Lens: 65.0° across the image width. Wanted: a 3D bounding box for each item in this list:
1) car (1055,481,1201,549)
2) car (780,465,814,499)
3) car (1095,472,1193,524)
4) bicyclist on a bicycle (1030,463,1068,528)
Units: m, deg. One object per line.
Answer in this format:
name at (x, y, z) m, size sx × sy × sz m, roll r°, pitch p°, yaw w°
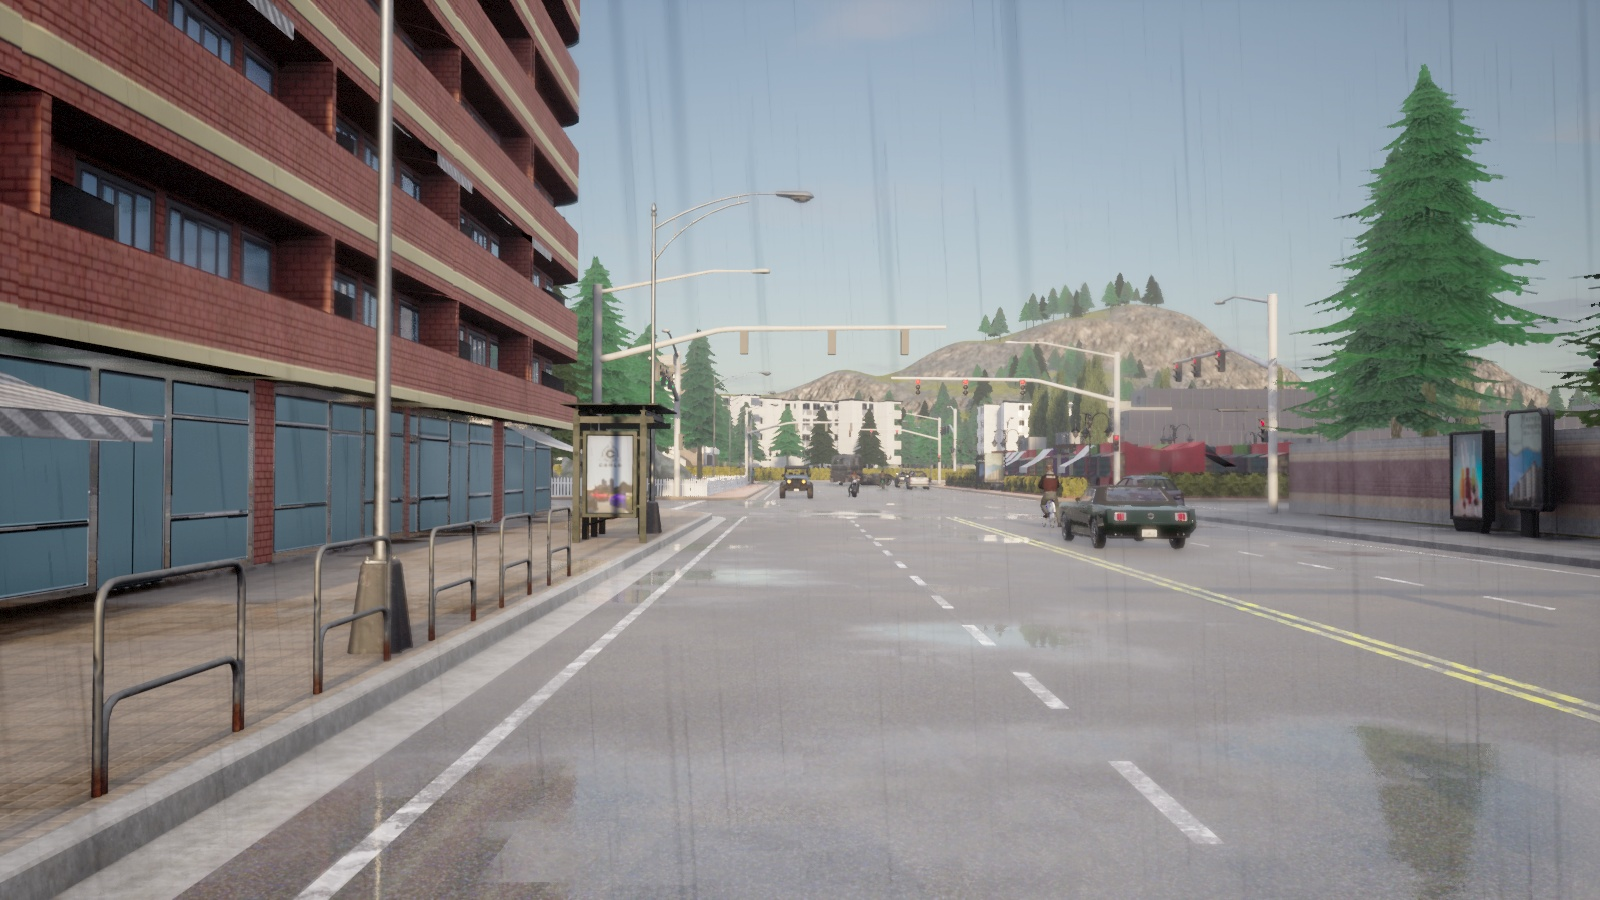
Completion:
car at (6.929, 1.340, 27.048) m, size 1.895 × 1.301 × 4.718 m, roll 0°, pitch -1°, yaw 0°
car at (-0.188, 1.817, 72.000) m, size 1.905 × 1.878 × 3.866 m, roll 0°, pitch -1°, yaw 0°
car at (10.400, 1.428, 38.265) m, size 1.816 × 1.474 × 4.193 m, roll 0°, pitch -1°, yaw 0°
bicyclist on a bicycle at (6.908, 1.242, 34.922) m, size 0.659 × 1.776 × 1.843 m, roll 0°, pitch -1°, yaw 0°
